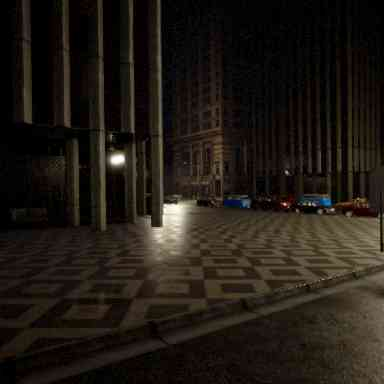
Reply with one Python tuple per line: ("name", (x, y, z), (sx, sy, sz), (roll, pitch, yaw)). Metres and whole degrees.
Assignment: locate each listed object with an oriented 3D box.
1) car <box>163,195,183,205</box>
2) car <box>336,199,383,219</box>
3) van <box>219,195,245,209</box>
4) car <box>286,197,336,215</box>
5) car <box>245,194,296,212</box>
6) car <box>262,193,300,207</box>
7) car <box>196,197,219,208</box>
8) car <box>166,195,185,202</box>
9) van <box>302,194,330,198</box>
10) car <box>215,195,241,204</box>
("car", (-4.017, 1.438, 55.800), (2.008, 1.369, 4.403), (-1, 1, -36))
("car", (15.359, 1.566, 28.899), (1.887, 1.381, 4.507), (-1, 1, -36))
("van", (5.669, 1.294, 42.348), (1.690, 1.788, 3.998), (-1, 1, -36))
("car", (12.129, 1.549, 33.383), (2.008, 1.369, 4.403), (-1, 1, -36))
("car", (8.899, 1.290, 37.864), (2.192, 1.841, 5.009), (-1, 1, -36))
("car", (12.600, 1.130, 47.321), (2.192, 1.841, 5.009), (-1, 1, -36))
("car", (2.441, 1.371, 46.832), (1.967, 1.590, 4.097), (-1, 1, -36))
("car", (-3.534, 1.256, 69.745), (2.008, 1.369, 4.403), (-1, 1, -36))
("van", (15.828, 1.178, 42.836), (1.690, 1.788, 3.998), (-1, 1, -36))
("car", (6.048, 1.296, 56.429), (1.752, 1.417, 4.829), (-1, 1, -36))
